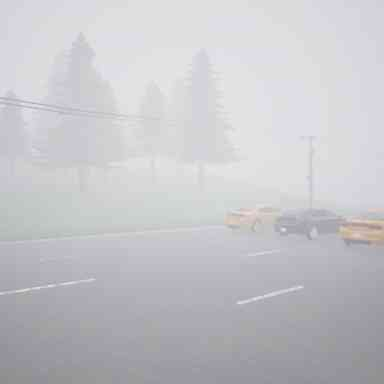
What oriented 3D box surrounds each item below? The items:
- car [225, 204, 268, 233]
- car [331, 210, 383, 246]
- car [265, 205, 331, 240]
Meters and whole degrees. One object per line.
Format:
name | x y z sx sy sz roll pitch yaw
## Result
car | 4.204 1.482 19.765 5.008 1.535 1.882 0 0 -35
car | 8.269 1.482 14.066 5.008 1.535 1.882 0 0 -35
car | 6.236 1.513 16.916 4.892 1.490 1.837 0 0 -35
